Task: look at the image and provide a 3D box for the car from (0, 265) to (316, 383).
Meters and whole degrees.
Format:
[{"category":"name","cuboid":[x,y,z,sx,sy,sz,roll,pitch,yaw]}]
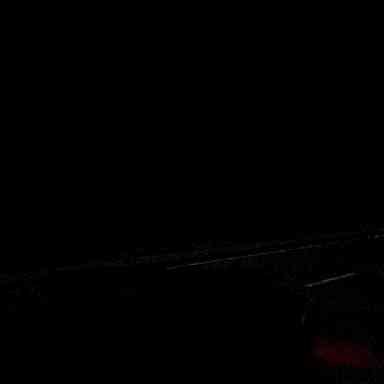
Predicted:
[{"category":"car","cuboid":[-1.046,1.546,3.235,5.357,1.411,2.033,0,0,-35]}]
